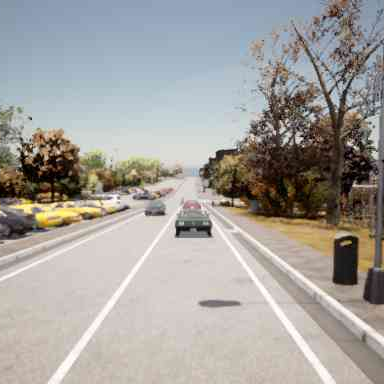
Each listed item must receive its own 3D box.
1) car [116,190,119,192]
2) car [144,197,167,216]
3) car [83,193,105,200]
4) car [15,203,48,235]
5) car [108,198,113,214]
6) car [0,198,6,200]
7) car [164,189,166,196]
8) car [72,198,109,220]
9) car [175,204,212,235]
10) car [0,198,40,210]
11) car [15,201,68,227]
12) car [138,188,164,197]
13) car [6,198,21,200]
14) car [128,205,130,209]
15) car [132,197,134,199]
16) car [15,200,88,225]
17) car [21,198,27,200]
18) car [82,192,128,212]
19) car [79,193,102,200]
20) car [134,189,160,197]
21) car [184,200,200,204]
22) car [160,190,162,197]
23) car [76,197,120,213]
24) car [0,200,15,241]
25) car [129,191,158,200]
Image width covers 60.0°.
[{"bbox_3d":[-23.393,0.855,90.674,5.008,1.535,2.097,0,1,0],"label":"car"},{"bbox_3d":[-3.422,1.524,32.054,1.812,1.442,4.674,0,0,0],"label":"car"},{"bbox_3d":[-23.459,1.024,79.641,4.792,1.488,2.163,0,0,0],"label":"car"},{"bbox_3d":[-10.222,1.470,16.526,4.892,1.521,2.231,0,0,0],"label":"car"},{"bbox_3d":[-10.205,1.539,30.395,4.892,1.521,2.231,0,0,0],"label":"car"},{"bbox_3d":[-23.264,1.611,35.988,4.674,1.452,2.002,0,0,0],"label":"car"},{"bbox_3d":[-10.278,0.668,93.603,4.553,1.767,2.185,0,1,0],"label":"car"},{"bbox_3d":[-10.019,1.517,27.619,5.366,1.575,1.946,0,0,0],"label":"car"},{"bbox_3d":[0.073,1.589,18.653,1.895,1.301,4.718,0,0,0],"label":"car"},{"bbox_3d":[-23.244,1.623,44.175,5.008,1.535,2.097,0,0,0],"label":"car"},{"bbox_3d":[-10.408,1.472,19.294,5.366,1.575,1.946,0,0,0],"label":"car"},{"bbox_3d":[-10.371,0.725,82.455,5.566,2.045,2.435,0,1,0],"label":"car"},{"bbox_3d":[-23.231,1.618,38.758,4.792,1.488,2.163,0,0,0],"label":"car"},{"bbox_3d":[-10.186,1.591,38.724,5.008,1.535,2.097,0,0,0],"label":"car"},{"bbox_3d":[-10.146,1.638,41.500,4.792,1.488,2.163,0,0,0],"label":"car"},{"bbox_3d":[-10.031,1.483,21.946,5.366,1.575,1.946,0,0,0],"label":"car"},{"bbox_3d":[-23.286,1.480,41.405,4.553,1.767,2.185,0,0,0],"label":"car"},{"bbox_3d":[-10.215,1.322,35.950,5.566,2.045,2.435,0,0,0],"label":"car"},{"bbox_3d":[-23.442,1.045,76.728,4.674,1.452,2.002,0,0,0],"label":"car"},{"bbox_3d":[-10.390,0.882,76.884,4.553,1.767,2.185,0,0,0],"label":"car"},{"bbox_3d":[0.003,1.567,36.119,1.994,1.385,4.181,0,0,0],"label":"car"},{"bbox_3d":[-10.345,0.997,79.663,5.008,1.535,2.097,0,1,0],"label":"car"},{"bbox_3d":[-10.378,1.552,33.172,5.366,1.575,1.946,0,0,0],"label":"car"},{"bbox_3d":[-10.265,1.344,13.747,4.553,1.767,2.185,0,0,0],"label":"car"},{"bbox_3d":[-10.346,1.043,71.314,4.792,1.488,2.163,0,0,0],"label":"car"}]
